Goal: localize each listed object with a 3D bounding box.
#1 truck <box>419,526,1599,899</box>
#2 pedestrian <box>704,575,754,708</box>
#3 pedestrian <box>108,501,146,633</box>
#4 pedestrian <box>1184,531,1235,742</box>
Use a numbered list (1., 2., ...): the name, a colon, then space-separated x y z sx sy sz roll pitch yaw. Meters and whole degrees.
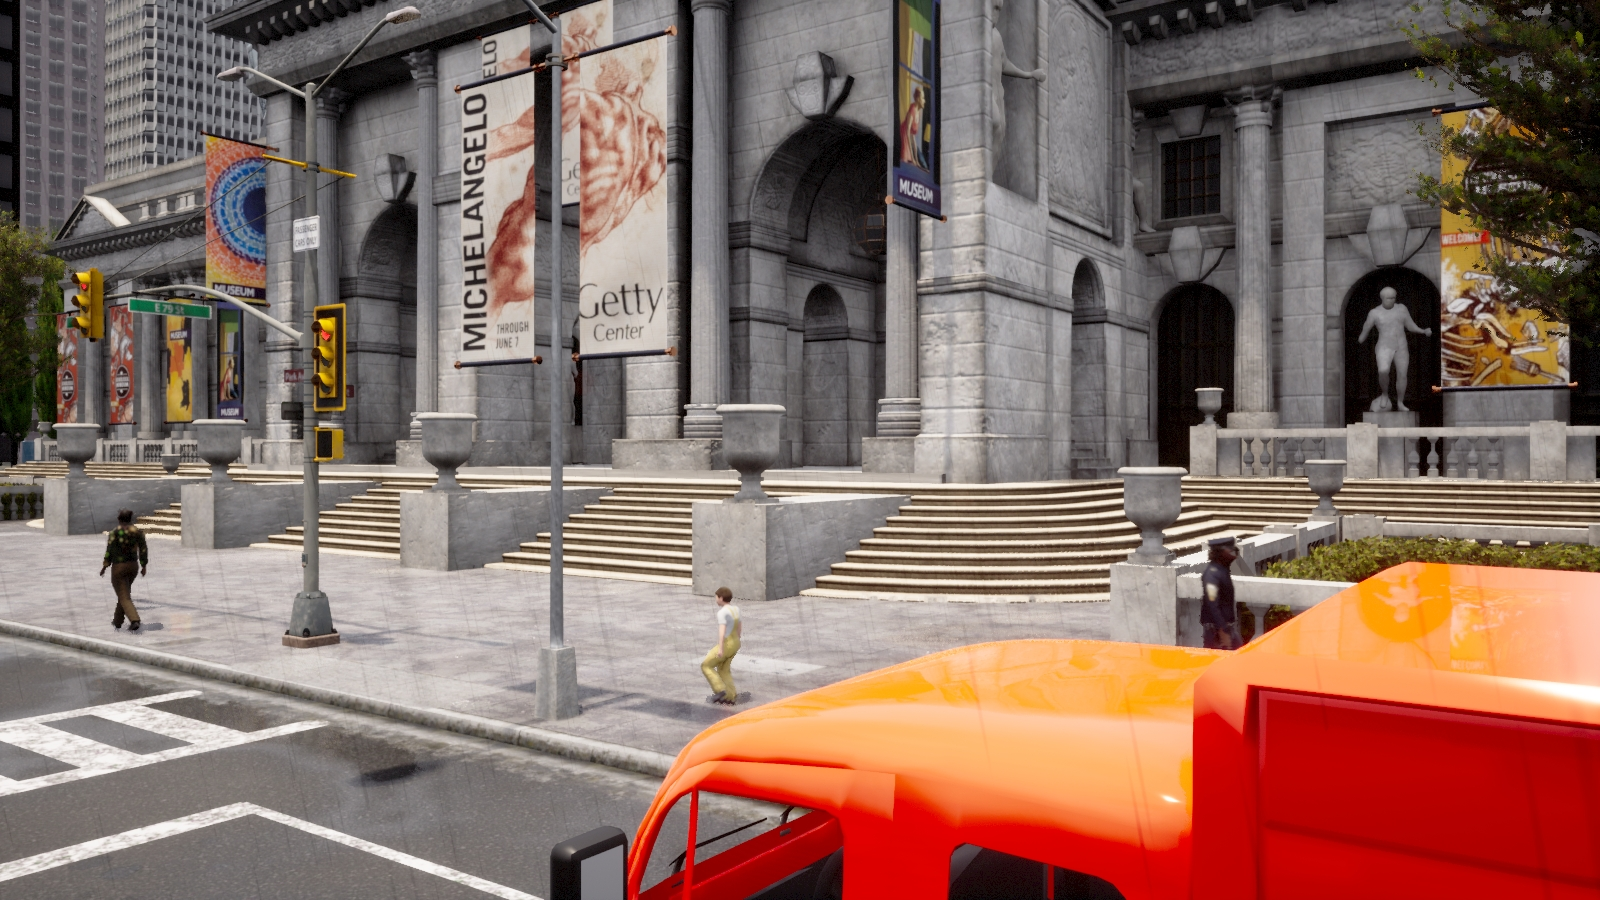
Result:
1. truck: 1.935 1.568 2.414 5.204 2.467 2.627 0 0 35
2. pedestrian: -0.738 1.973 11.879 0.375 1.300 0.375 0 0 30
3. pedestrian: -9.781 1.689 16.611 0.375 1.860 0.375 0 0 41
4. pedestrian: 3.772 1.695 10.516 0.375 1.860 0.375 0 0 31
